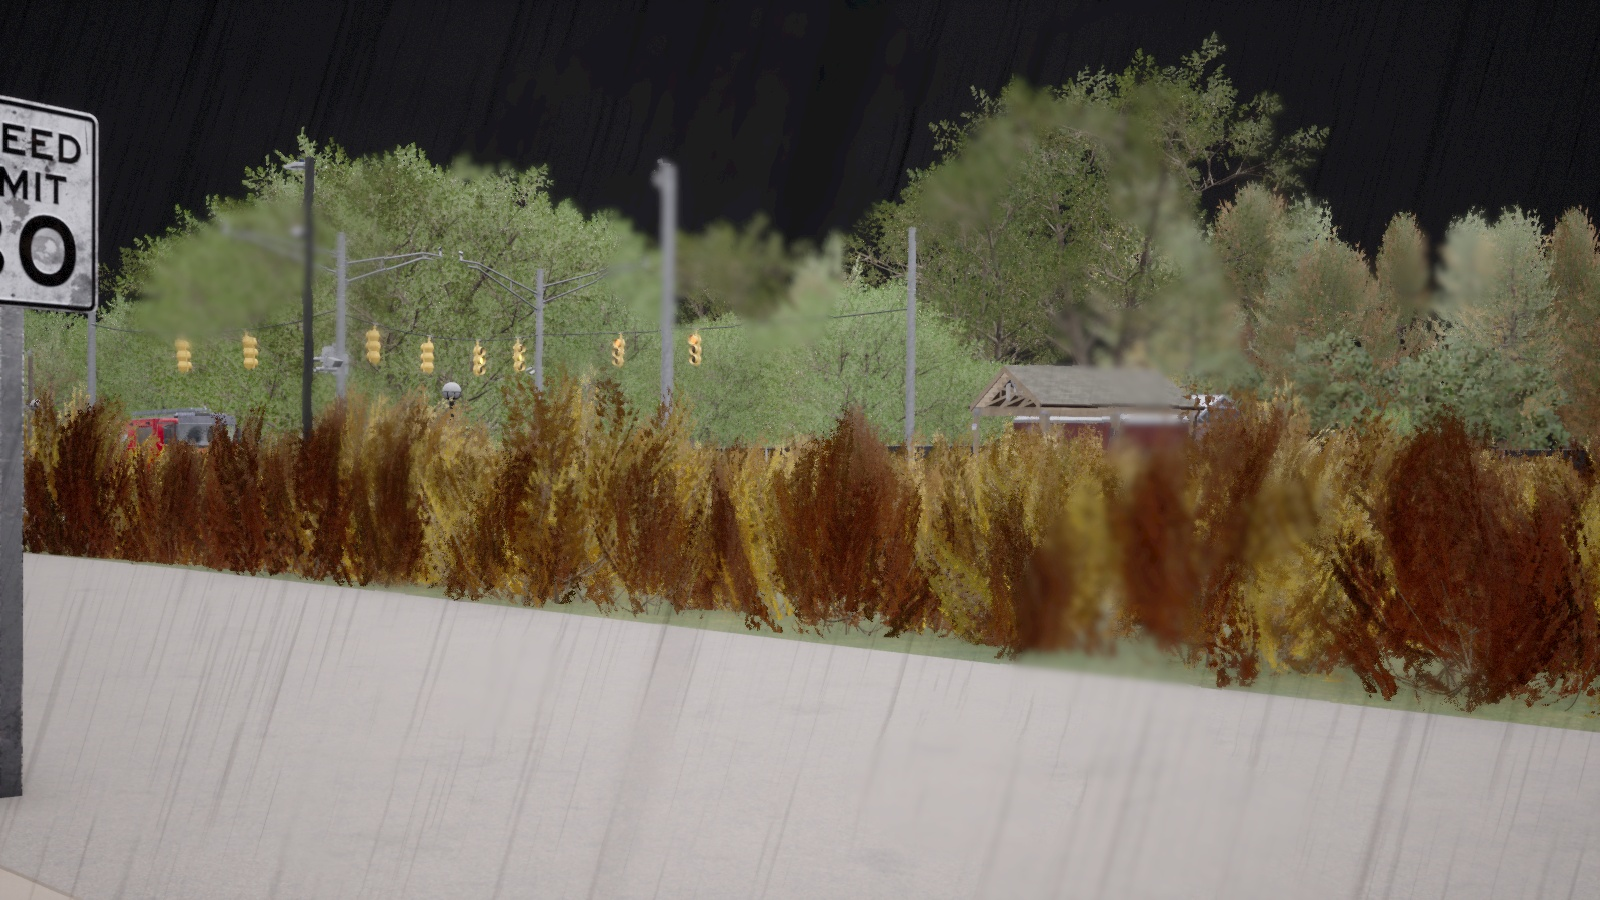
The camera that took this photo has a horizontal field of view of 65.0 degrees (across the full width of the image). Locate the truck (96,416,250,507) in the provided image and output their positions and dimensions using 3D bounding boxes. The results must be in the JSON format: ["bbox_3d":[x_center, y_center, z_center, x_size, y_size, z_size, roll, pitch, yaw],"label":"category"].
[{"bbox_3d":[-28.529,0.575,56.951,8.468,3.827,2.891,-2,0,39],"label":"truck"}]
